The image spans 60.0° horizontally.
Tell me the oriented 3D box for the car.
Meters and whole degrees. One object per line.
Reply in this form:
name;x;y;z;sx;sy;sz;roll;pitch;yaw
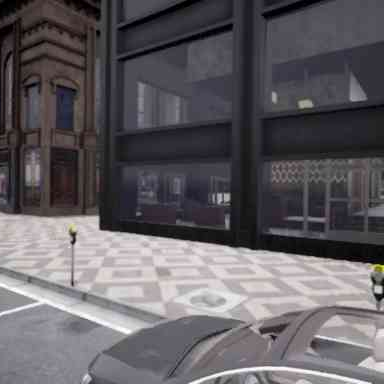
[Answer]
car;1.022;1.544;2.235;4.403;1.369;2.008;1;1;35
